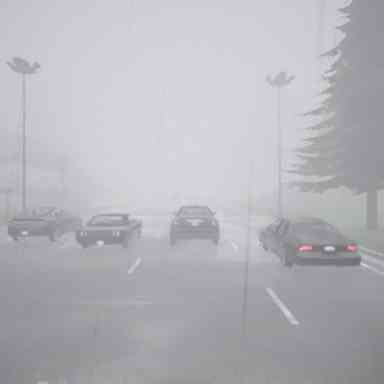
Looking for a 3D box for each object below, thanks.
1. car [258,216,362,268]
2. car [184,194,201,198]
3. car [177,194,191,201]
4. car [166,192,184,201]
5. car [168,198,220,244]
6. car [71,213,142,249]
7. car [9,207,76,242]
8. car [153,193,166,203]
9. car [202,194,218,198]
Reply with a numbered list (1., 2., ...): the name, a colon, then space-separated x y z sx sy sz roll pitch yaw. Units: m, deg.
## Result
1. car: 3.614 1.534 11.230 2.033 1.411 5.357 0 0 0
2. car: 0.128 1.268 67.855 2.097 1.767 4.553 0 0 2
3. car: -1.917 1.254 78.615 1.837 1.490 4.892 0 0 17
4. car: -3.363 1.136 68.289 2.150 2.045 5.566 0 0 2
5. car: 0.122 1.332 15.851 2.097 1.767 4.553 0 0 0
6. car: -3.379 1.581 14.529 1.895 1.301 4.718 0 0 0
7. car: -6.877 1.469 16.118 2.128 1.511 4.902 0 0 0
8. car: -6.857 1.433 68.664 2.128 1.511 4.902 0 0 2
9. car: 3.622 1.463 67.490 2.033 1.411 5.357 0 0 2
